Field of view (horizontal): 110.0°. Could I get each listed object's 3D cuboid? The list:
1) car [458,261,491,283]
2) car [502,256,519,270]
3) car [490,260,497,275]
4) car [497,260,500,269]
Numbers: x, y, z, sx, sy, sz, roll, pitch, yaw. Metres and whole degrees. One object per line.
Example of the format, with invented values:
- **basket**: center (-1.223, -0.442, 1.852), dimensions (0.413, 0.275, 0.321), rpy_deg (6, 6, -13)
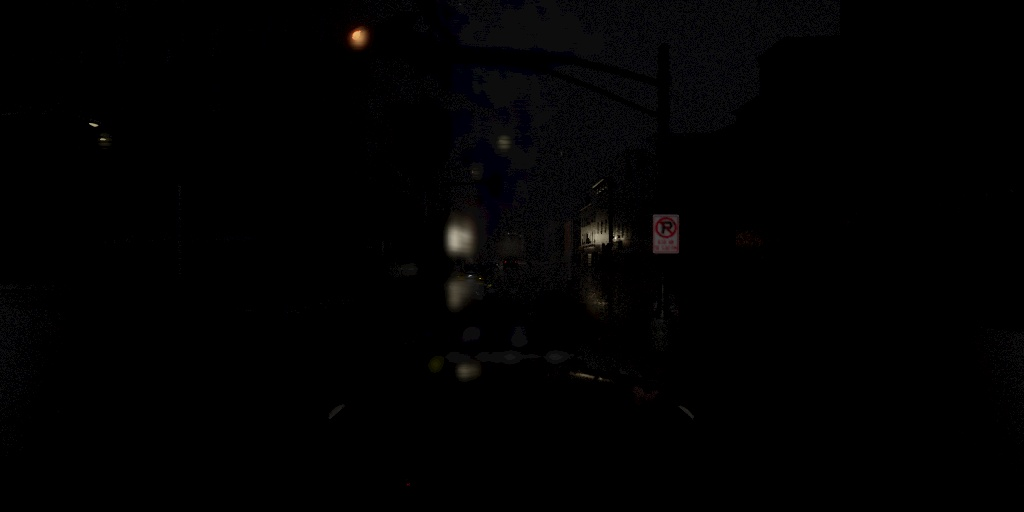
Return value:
- **car**: center (-2.951, 1.314, 27.900), dimensions (1.994, 1.385, 4.181), rpy_deg (0, 0, 0)
- **car**: center (-0.198, 0.979, 52.573), dimensions (2.150, 2.045, 5.566), rpy_deg (0, 0, 0)
- **car**: center (-2.992, 1.300, 38.391), dimensions (2.033, 1.411, 5.357), rpy_deg (0, 0, 0)
- **car**: center (-3.009, 1.308, 58.949), dimensions (2.033, 1.411, 5.357), rpy_deg (0, 0, 0)
